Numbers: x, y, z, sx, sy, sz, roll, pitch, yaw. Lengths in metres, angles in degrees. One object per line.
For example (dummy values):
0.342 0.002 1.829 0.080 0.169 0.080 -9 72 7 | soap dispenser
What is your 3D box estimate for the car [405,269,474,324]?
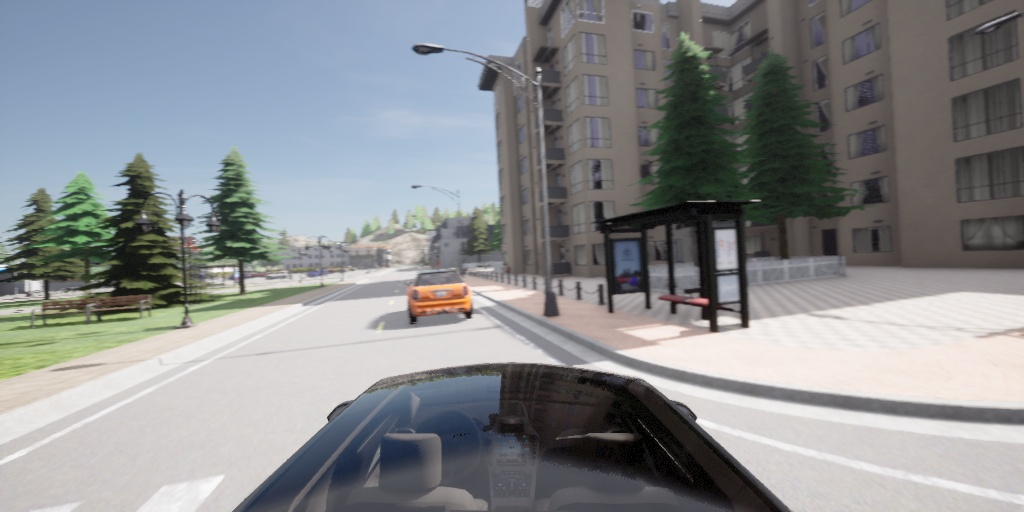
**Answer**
-2.826 1.267 13.379 2.097 1.767 4.553 -3 0 -16 | car
